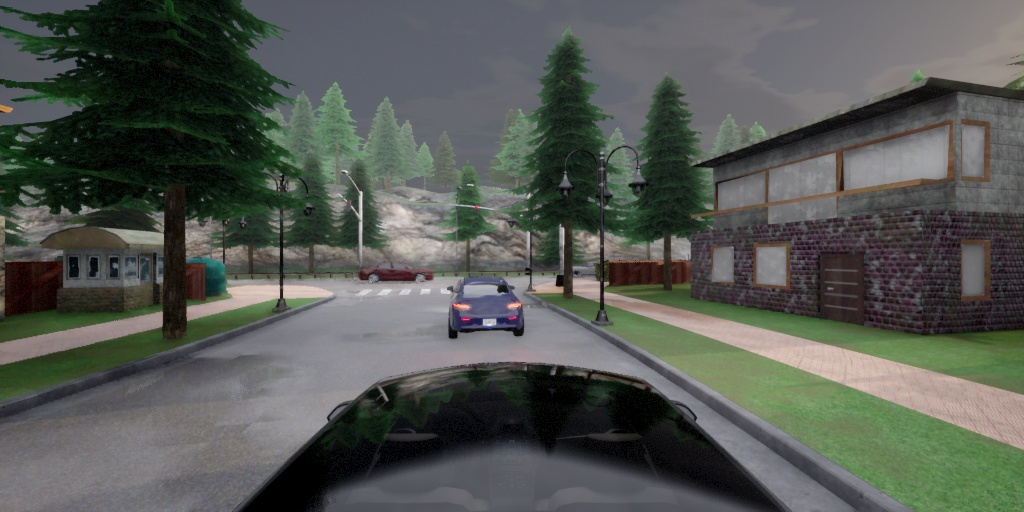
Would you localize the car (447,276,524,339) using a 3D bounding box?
[{"bbox_3d":[-0.834,1.276,10.086,1.812,1.442,4.674,0,0,-9],"label":"car"}]

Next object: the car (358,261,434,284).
[{"bbox_3d":[-8.062,1.128,25.196,5.008,1.535,1.882,0,0,-12],"label":"car"}]

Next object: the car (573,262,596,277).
[{"bbox_3d":[6.873,1.194,32.218,4.718,1.301,1.895,0,0,-12],"label":"car"}]
